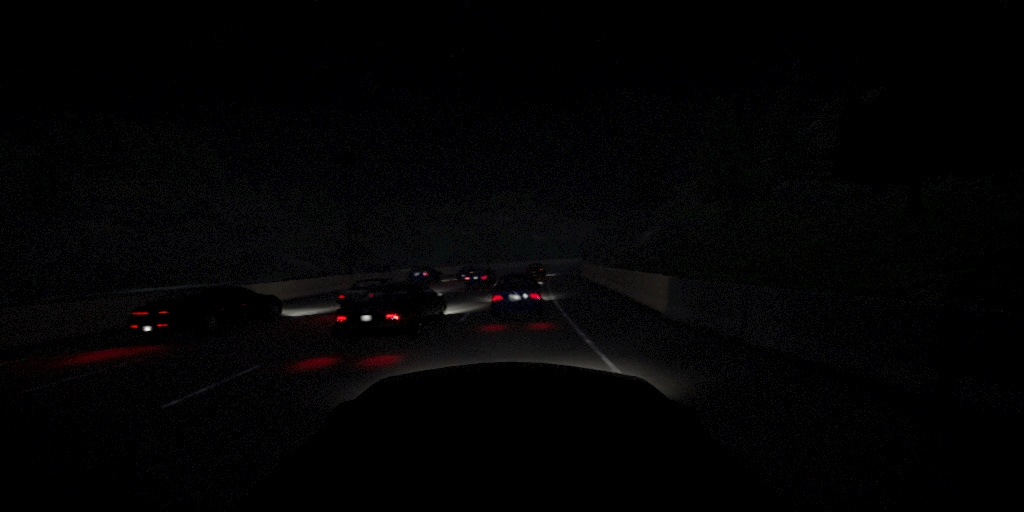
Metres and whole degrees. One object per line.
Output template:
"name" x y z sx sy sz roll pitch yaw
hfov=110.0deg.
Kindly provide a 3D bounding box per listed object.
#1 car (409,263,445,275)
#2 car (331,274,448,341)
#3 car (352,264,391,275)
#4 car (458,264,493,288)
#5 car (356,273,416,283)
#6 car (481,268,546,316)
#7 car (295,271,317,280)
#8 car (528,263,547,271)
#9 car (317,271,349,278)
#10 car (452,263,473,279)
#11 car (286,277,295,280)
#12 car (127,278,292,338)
"car" -8.449 1.747 35.010 2.097 1.767 4.553 -3 -1 8
"car" -3.351 1.519 10.882 2.033 1.411 5.357 -3 -1 1
"car" -17.555 2.105 45.605 2.150 2.045 5.566 -3 0 11
"car" -2.307 1.615 27.902 2.033 1.411 5.357 -3 0 6
"car" -6.601 1.773 17.764 1.895 1.301 4.718 -3 0 3
"car" 0.229 1.389 13.983 2.033 1.411 5.357 -3 0 2
"car" -24.612 2.673 45.716 1.882 1.535 5.008 -3 0 11
"car" 2.567 1.461 37.818 1.812 1.442 4.674 -3 0 9
"car" -21.327 2.640 44.340 1.895 1.301 4.718 -3 0 10
"car" -4.475 1.772 38.033 1.812 1.442 4.674 -3 0 9
"car" -27.861 2.953 47.405 1.895 1.301 4.718 -3 0 11
"car" -10.297 1.799 12.592 1.837 1.490 4.892 -3 0 1
